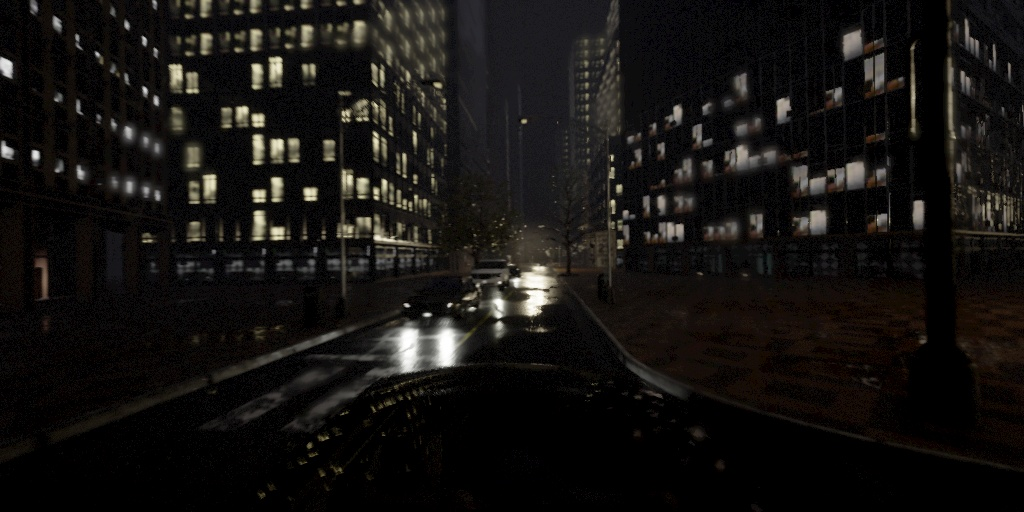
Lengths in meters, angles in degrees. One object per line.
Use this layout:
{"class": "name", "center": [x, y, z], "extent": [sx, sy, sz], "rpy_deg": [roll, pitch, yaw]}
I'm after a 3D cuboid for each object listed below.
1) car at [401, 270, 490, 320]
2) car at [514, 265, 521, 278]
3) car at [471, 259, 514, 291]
{"class": "car", "center": [-2.392, 1.455, 13.725], "extent": [2.033, 1.411, 5.357], "rpy_deg": [-1, -1, 5]}
{"class": "car", "center": [-0.076, 1.683, 38.494], "extent": [1.994, 1.385, 4.181], "rpy_deg": [-1, -1, 6]}
{"class": "car", "center": [-1.405, 1.219, 24.423], "extent": [2.150, 2.045, 5.566], "rpy_deg": [-1, -1, 5]}
